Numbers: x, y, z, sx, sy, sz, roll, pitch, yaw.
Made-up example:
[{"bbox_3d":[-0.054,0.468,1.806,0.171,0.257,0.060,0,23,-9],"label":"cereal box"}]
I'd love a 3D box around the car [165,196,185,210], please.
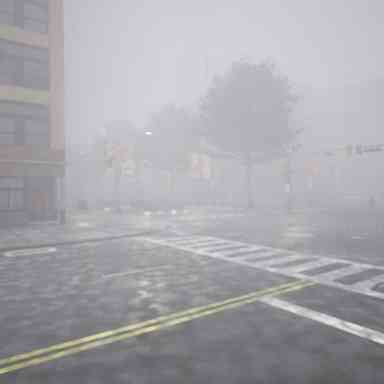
[{"bbox_3d":[-2.724,1.282,39.392,1.837,1.490,4.892,-1,0,-36],"label":"car"}]

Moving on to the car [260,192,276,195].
[{"bbox_3d":[16.670,0.716,72.399,2.002,1.452,4.674,-1,0,-36],"label":"car"}]

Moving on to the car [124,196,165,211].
[{"bbox_3d":[-5.379,1.320,37.089,1.837,1.490,4.892,-1,0,-36],"label":"car"}]

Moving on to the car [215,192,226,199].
[{"bbox_3d":[6.184,0.855,79.868,2.161,1.482,4.786,-1,0,-36],"label":"car"}]

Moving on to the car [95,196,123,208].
[{"bbox_3d":[-11.759,1.294,45.984,1.882,1.535,5.008,-1,1,-35],"label":"car"}]
